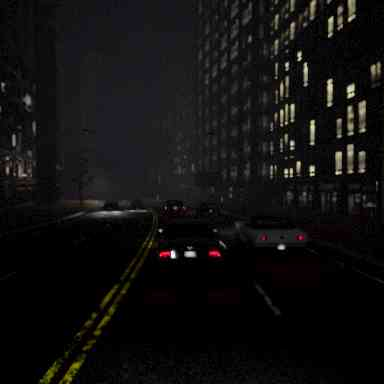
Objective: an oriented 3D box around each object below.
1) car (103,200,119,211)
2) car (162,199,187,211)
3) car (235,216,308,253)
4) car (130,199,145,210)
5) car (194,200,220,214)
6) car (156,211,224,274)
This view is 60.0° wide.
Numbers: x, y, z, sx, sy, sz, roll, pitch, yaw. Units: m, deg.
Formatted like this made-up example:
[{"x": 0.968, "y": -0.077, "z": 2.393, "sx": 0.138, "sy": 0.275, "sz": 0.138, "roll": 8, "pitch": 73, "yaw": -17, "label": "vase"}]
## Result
[{"x": -10.220, "y": 1.665, "z": 42.147, "sx": 1.895, "sy": 1.301, "sz": 4.718, "roll": 0, "pitch": 0, "yaw": -10, "label": "car"}, {"x": -1.650, "y": 1.397, "z": 30.031, "sx": 2.097, "sy": 1.767, "sz": 4.553, "roll": 0, "pitch": 0, "yaw": -7, "label": "car"}, {"x": 3.007, "y": 1.628, "z": 13.765, "sx": 1.895, "sy": 1.301, "sz": 4.718, "roll": 0, "pitch": 0, "yaw": -3, "label": "car"}, {"x": -7.248, "y": 1.610, "z": 43.988, "sx": 2.033, "sy": 1.411, "sz": 5.357, "roll": 0, "pitch": 0, "yaw": -11, "label": "car"}, {"x": 1.381, "y": 1.524, "z": 32.094, "sx": 1.882, "sy": 1.535, "sz": 5.008, "roll": 0, "pitch": 0, "yaw": -7, "label": "car"}, {"x": -0.120, "y": 1.566, "z": 10.596, "sx": 2.033, "sy": 1.411, "sz": 5.357, "roll": 0, "pitch": 0, "yaw": -2, "label": "car"}]
